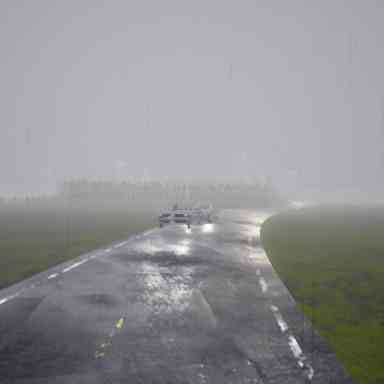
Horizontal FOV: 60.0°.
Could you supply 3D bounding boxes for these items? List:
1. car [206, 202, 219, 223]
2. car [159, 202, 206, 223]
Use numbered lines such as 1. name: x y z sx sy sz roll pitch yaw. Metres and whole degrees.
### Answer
1. car: 0.920 1.554 26.500 1.837 1.490 4.892 0 -1 15
2. car: -0.612 1.339 20.244 1.895 1.301 4.718 0 0 12
